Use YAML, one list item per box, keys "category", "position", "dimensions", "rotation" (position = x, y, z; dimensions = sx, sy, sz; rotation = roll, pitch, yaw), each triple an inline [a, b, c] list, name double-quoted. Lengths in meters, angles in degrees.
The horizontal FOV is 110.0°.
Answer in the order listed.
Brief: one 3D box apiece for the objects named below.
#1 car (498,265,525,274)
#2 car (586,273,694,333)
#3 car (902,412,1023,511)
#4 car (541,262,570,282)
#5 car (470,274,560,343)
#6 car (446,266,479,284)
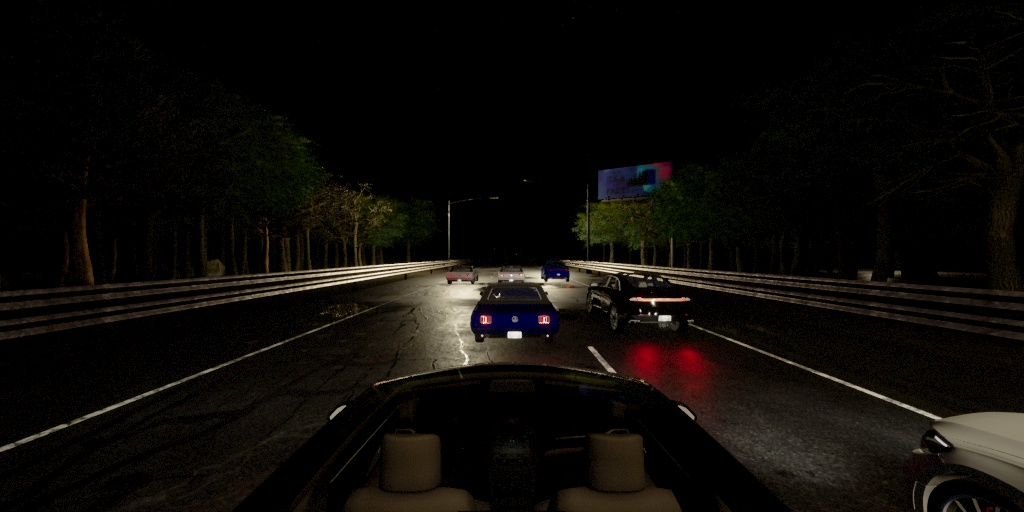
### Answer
- category: "car"
  position: [-0.047, 1.351, 26.504]
  dimensions: [1.895, 1.301, 4.718]
  rotation: [0, 0, 0]
- category: "car"
  position: [3.548, 1.242, 10.787]
  dimensions: [2.128, 1.511, 4.902]
  rotation: [0, 0, 0]
- category: "car"
  position: [3.622, 1.276, 0.478]
  dimensions: [1.812, 1.442, 4.674]
  rotation: [0, 0, 0]
- category: "car"
  position: [3.438, 1.228, 29.095]
  dimensions: [1.882, 1.535, 5.008]
  rotation: [0, 0, -1]
- category: "car"
  position: [0.053, 1.351, 9.664]
  dimensions: [1.895, 1.301, 4.718]
  rotation: [0, 0, 0]
- category: "car"
  position: [-3.548, 1.351, 26.434]
  dimensions: [1.895, 1.301, 4.718]
  rotation: [0, 0, 0]
